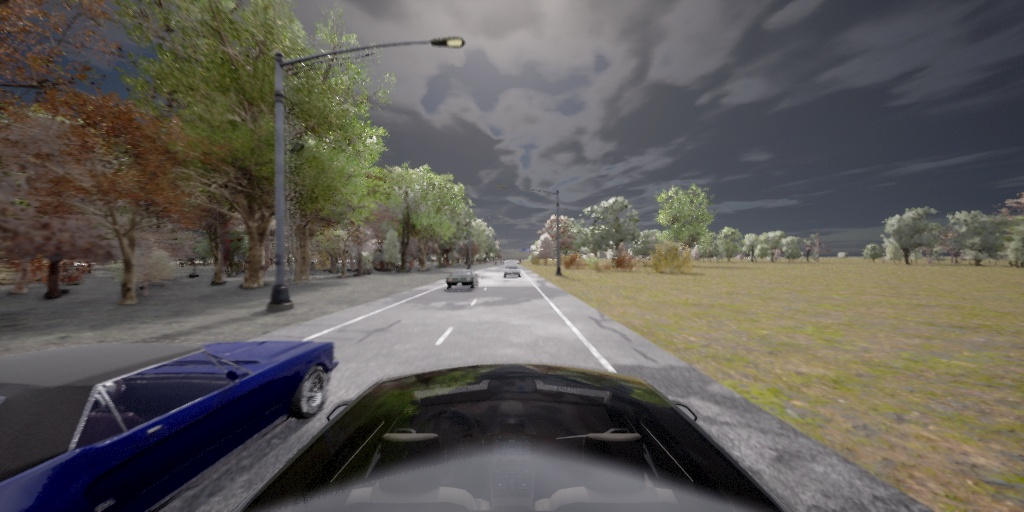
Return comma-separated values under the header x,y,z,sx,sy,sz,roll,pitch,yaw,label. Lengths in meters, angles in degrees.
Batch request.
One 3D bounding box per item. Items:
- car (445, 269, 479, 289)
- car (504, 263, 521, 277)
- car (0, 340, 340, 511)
x,y,z,sx,sy,sz,roll,pitch,yaw,label
-3.447,1.608,25.778,1.895,1.301,4.718,-1,-1,0,car
0.023,1.705,41.125,1.895,1.301,4.718,-1,-1,0,car
-3.403,1.404,3.032,1.895,1.301,4.718,-1,-1,0,car
